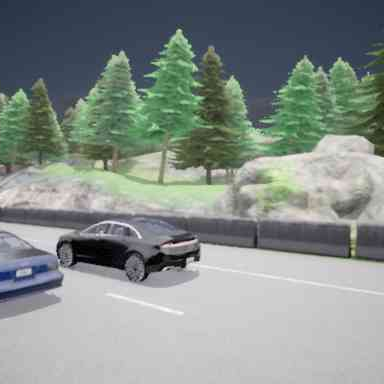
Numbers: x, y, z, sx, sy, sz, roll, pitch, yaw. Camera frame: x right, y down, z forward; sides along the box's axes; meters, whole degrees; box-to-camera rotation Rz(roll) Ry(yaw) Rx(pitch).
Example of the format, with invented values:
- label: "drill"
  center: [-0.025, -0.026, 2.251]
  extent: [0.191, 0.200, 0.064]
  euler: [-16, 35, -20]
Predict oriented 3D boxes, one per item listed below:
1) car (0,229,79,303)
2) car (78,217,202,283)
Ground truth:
- label: "car"
  center: [-5.195, 1.556, 7.700]
  extent: [5.357, 1.411, 2.033]
  euler: [0, 0, 36]
- label: "car"
  center: [-2.017, 1.499, 9.727]
  extent: [4.902, 1.511, 2.128]
  euler: [0, 0, 36]
